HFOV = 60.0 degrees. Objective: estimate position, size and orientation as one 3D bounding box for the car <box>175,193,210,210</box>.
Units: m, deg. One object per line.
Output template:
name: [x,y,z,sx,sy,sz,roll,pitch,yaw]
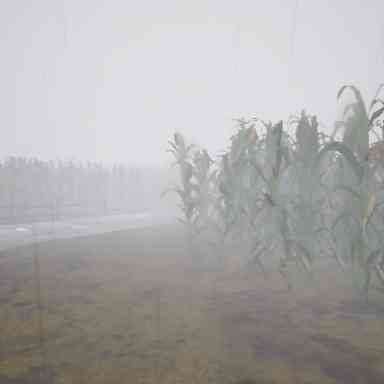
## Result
car: [0.496,0.841,30.126,1.882,1.535,5.008,1,1,36]
